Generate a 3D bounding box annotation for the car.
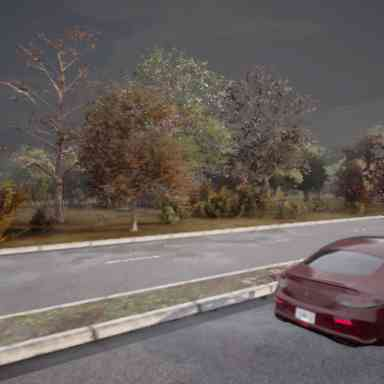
[{"bbox_3d":[3.417,1.518,5.874,4.674,1.442,1.812,0,0,-35],"label":"car"}]
